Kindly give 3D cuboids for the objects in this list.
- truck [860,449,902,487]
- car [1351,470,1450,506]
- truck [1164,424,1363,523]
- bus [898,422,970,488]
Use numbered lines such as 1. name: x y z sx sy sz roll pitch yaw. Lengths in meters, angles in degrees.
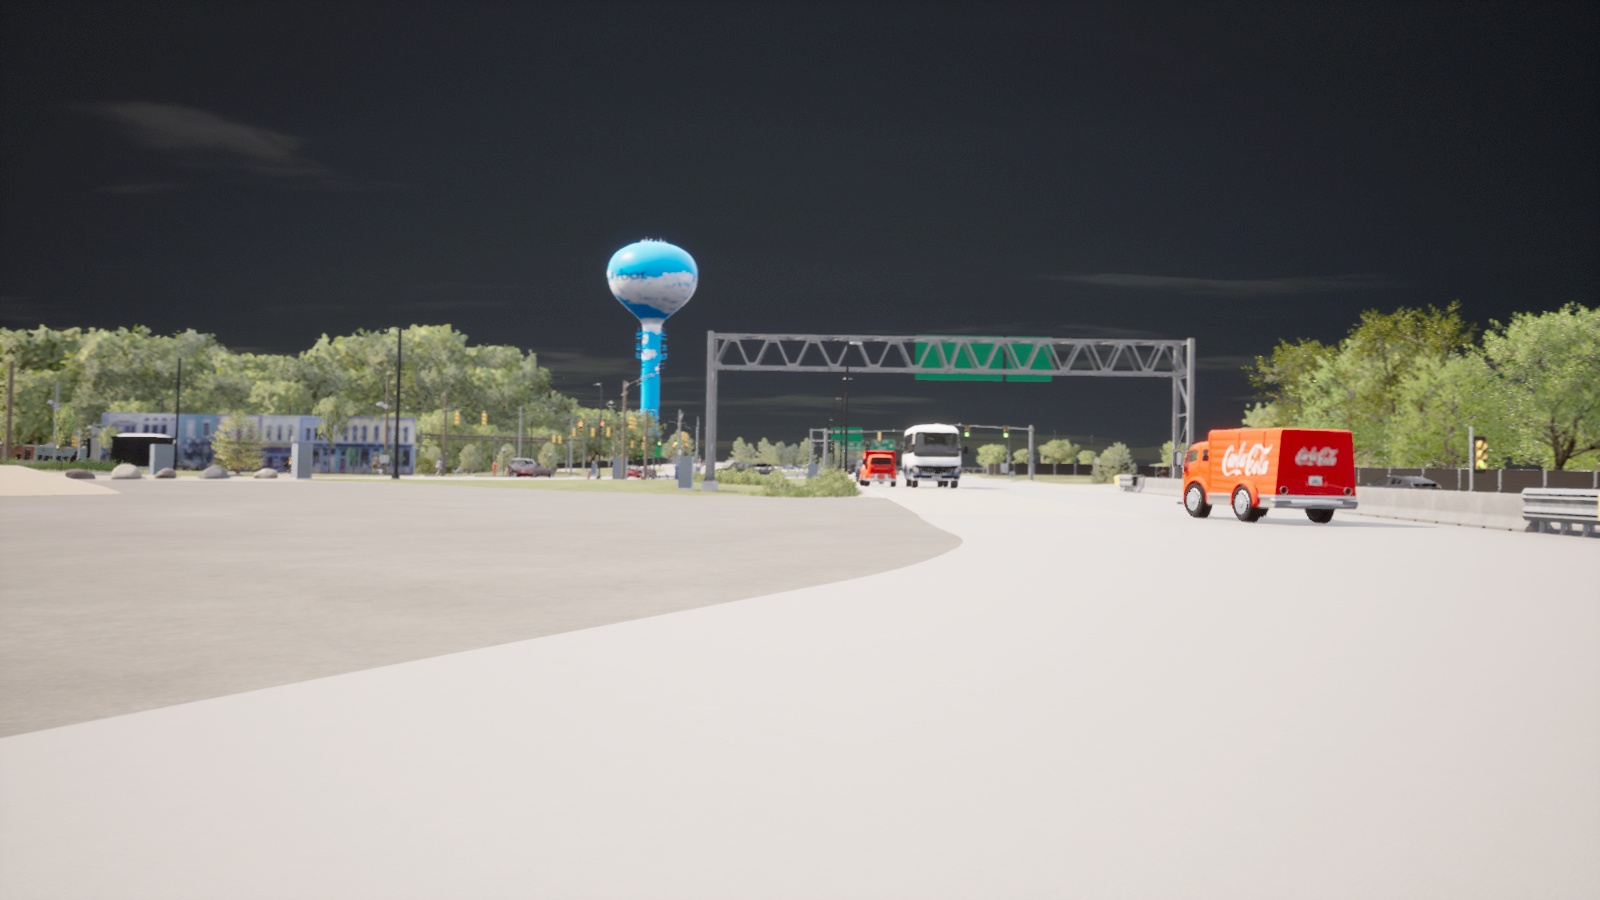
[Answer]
1. truck: 5.552 1.247 86.899 2.627 2.467 5.204 1 -1 1
2. car: 27.928 1.759 58.581 2.007 1.525 4.514 1 0 -8
3. truck: 12.412 0.629 34.095 2.627 2.467 5.204 1 -1 -13
4. bus: 9.054 0.396 86.322 3.944 4.253 10.273 1 -1 1
